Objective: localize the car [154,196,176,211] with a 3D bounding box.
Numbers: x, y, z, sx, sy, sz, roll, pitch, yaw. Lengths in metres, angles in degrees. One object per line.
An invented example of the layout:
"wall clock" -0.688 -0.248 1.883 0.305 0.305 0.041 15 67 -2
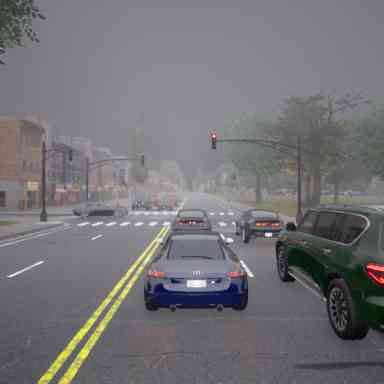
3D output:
"car" -3.427 1.621 42.918 1.837 1.490 4.892 0 0 0

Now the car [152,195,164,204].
"car" -6.658 1.463 66.027 1.812 1.442 4.674 0 1 0

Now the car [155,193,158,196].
"car" -6.688 1.257 55.104 2.150 2.045 5.566 0 1 0

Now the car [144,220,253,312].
"car" 0.066 1.583 7.824 1.994 1.385 4.181 0 0 0

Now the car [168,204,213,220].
"car" 0.010 1.582 16.711 1.837 1.490 4.892 0 0 1

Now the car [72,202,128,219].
"car" -8.245 1.632 30.024 4.902 1.511 2.128 0 0 -12

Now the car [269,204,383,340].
"car" 3.314 1.235 6.677 2.150 2.045 5.566 0 0 0

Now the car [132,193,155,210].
"car" -6.685 1.330 44.851 2.150 2.045 5.566 0 0 0

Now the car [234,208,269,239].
"car" 3.263 1.581 16.539 1.837 1.490 4.892 0 0 0

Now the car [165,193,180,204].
"car" -3.447 1.270 53.445 2.150 2.045 5.566 0 0 -1
